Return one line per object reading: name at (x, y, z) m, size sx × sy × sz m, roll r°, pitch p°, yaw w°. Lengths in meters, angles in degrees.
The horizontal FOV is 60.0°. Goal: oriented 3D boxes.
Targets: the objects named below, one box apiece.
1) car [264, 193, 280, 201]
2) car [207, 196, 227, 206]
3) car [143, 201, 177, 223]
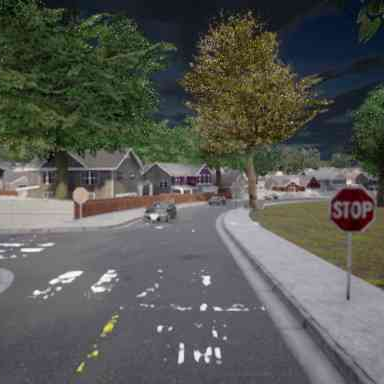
car at (17.080, 1.072, 71.110) m, size 1.837 × 1.490 × 4.892 m, roll 2°, pitch 2°, yaw 39°
car at (3.758, 1.328, 49.217) m, size 1.837 × 1.490 × 4.892 m, roll 0°, pitch 1°, yaw 22°
car at (-2.305, 1.467, 25.094) m, size 2.128 × 1.511 × 4.902 m, roll 0°, pitch 1°, yaw 7°
